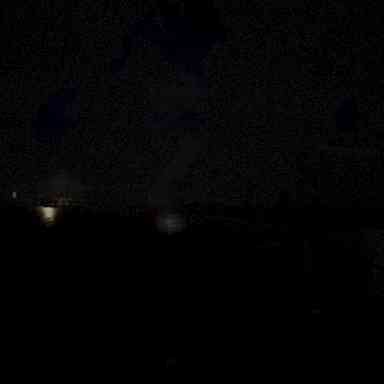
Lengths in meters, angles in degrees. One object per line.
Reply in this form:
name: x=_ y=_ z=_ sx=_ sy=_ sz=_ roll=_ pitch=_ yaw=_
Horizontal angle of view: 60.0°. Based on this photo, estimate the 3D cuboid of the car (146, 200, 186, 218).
car: x=-2.513 y=1.576 z=31.155 sx=1.882 sy=1.535 sz=5.008 roll=-1 pitch=1 yaw=-35
